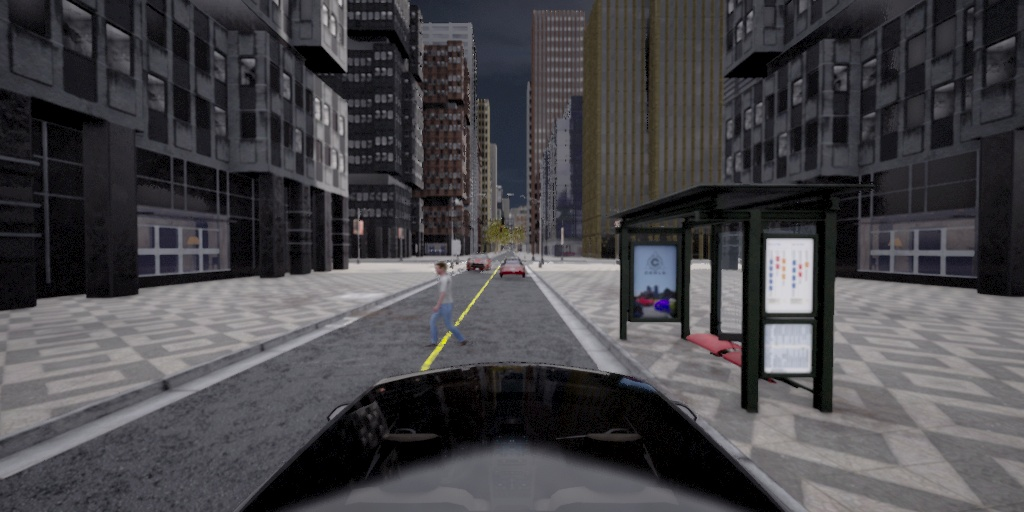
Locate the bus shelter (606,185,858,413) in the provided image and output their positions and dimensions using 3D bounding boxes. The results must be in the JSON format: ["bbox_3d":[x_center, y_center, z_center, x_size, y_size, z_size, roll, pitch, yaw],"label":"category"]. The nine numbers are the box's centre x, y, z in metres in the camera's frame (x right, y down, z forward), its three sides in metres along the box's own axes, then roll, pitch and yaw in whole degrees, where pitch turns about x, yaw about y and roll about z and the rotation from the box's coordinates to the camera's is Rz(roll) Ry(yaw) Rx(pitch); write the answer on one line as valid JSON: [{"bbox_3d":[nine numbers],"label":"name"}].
[{"bbox_3d":[3.129,0.552,6.207,1.920,2.740,3.880,0,0,0],"label":"bus shelter"}]

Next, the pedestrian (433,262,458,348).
[{"bbox_3d":[-1.367,0.950,7.376,0.375,1.860,0.375,0,1,-10],"label":"pedestrian"}]

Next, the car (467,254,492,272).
[{"bbox_3d":[-3.120,0.551,34.706,2.097,1.767,4.553,0,1,0],"label":"car"}]

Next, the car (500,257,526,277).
[{"bbox_3d":[0.050,0.875,28.148,1.994,1.385,4.181,0,1,0],"label":"car"}]
